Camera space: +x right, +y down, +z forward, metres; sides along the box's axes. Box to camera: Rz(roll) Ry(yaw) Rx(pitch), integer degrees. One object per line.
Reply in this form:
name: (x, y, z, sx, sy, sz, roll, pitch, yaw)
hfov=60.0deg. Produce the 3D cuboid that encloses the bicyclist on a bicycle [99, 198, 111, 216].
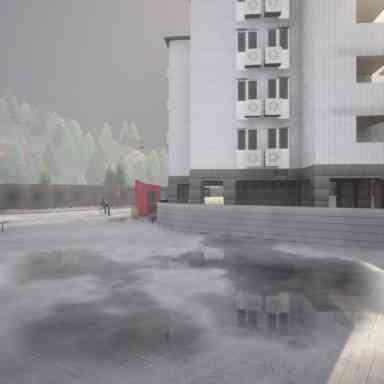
bicyclist on a bicycle: (-7.821, 1.348, 29.738, 1.656, 1.620, 0.582, 0, 0, 36)

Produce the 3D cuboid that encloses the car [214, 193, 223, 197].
car: (5.641, 1.221, 55.802, 2.150, 2.045, 5.566, 0, 0, 36)
